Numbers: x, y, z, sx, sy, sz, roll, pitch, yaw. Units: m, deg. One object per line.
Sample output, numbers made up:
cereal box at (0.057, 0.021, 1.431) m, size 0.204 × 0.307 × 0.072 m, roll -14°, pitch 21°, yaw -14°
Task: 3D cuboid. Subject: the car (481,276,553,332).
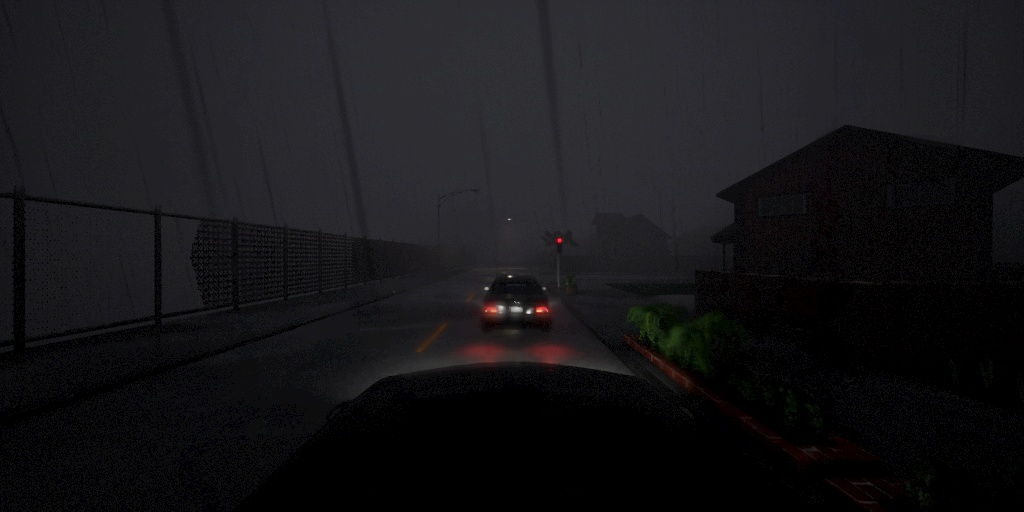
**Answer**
car at (0.118, 1.297, 10.825) m, size 2.033 × 1.411 × 5.357 m, roll 0°, pitch 0°, yaw 0°
